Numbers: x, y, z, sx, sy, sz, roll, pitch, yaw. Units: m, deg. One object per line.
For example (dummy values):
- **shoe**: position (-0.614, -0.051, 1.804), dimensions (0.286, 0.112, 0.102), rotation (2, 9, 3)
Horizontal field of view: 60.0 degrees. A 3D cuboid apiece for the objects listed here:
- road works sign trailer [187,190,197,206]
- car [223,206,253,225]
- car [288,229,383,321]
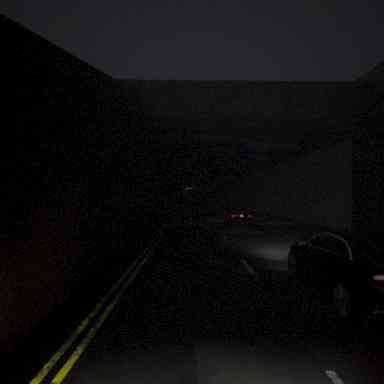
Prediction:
- **road works sign trailer**: position (-0.018, 1.177, 73.687), dimensions (2.380, 3.560, 2.880), rotation (0, -1, 0)
- **car**: position (3.594, 1.806, 26.614), dimensions (2.033, 1.411, 5.357), rotation (0, -1, 0)
- **car**: position (3.594, 1.564, 7.386), dimensions (2.128, 1.511, 4.902), rotation (0, -1, 0)
